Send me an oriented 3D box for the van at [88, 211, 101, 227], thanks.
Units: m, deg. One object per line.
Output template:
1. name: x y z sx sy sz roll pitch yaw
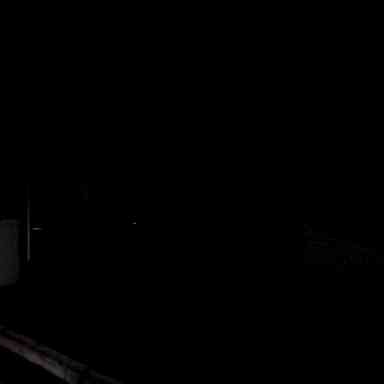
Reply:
1. van: -17.333 4.472 52.542 4.442 1.987 1.878 1 -6 4

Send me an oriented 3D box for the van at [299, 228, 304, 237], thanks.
1. van: 23.518 8.072 66.819 1.878 1.987 4.442 1 1 4

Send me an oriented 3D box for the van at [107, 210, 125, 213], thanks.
1. van: -20.651 6.653 89.956 1.878 1.987 4.442 1 1 10

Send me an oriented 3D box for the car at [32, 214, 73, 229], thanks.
1. car: -17.119 3.744 40.514 1.994 1.385 4.181 0 -5 24

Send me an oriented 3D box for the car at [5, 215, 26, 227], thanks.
1. car: -22.389 3.625 41.524 4.674 1.452 2.002 1 -5 4

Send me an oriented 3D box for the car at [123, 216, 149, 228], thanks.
1. car: -9.373 5.438 57.894 1.837 1.490 4.892 0 -6 24

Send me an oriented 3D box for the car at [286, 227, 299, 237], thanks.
1. car: 20.781 8.105 67.998 2.185 1.767 4.553 1 1 5

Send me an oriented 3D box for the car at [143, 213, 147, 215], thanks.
1. car: -12.924 7.137 85.235 2.163 1.488 4.792 1 1 9

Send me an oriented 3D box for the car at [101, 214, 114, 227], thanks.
1. car: -16.211 4.972 55.266 4.892 1.521 2.231 1 -5 4

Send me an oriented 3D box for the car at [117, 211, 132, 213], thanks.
1. car: -18.060 6.830 88.306 2.185 1.767 4.553 1 1 10

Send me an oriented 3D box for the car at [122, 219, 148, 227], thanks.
1. car: -11.284 6.118 66.242 4.674 1.452 2.002 1 -5 4

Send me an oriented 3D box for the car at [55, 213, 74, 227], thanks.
1. car: -20.112 4.135 47.043 5.366 1.575 1.946 1 -5 4

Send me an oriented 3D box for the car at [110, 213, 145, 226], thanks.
1. car: -12.533 5.551 63.522 5.566 2.045 2.435 1 -5 4

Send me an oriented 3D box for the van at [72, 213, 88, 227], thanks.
1. van: -18.569 4.194 49.792 4.442 1.987 1.878 1 -6 4

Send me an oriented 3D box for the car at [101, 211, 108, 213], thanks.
1. car: -23.282 6.809 91.365 2.231 1.521 4.892 1 1 10
